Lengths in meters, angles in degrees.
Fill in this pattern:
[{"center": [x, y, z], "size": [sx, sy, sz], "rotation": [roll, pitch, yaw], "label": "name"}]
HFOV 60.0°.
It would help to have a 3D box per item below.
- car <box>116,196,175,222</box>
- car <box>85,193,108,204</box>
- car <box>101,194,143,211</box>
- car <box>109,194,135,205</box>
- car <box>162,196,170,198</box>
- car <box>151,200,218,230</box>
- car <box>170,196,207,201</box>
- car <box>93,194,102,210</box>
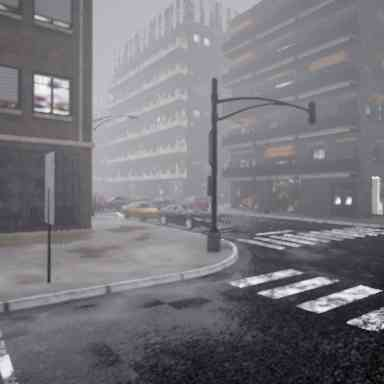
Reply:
[{"center": [-3.474, 1.278, 23.892], "size": [1.752, 1.417, 4.829], "rotation": [1, 0, -36], "label": "car"}, {"center": [-13.746, 0.953, 47.746], "size": [1.812, 1.442, 4.674], "rotation": [0, 1, -35], "label": "car"}, {"center": [-7.102, 1.155, 33.261], "size": [1.812, 1.442, 4.674], "rotation": [0, 1, -36], "label": "car"}, {"center": [-9.989, 1.002, 47.076], "size": [1.752, 1.417, 4.829], "rotation": [1, 0, -36], "label": "car"}, {"center": [-3.336, 1.183, 37.938], "size": [2.008, 1.369, 4.403], "rotation": [1, 0, -36], "label": "car"}, {"center": [-0.297, 1.378, 19.529], "size": [2.008, 1.369, 4.403], "rotation": [1, 0, -36], "label": "car"}, {"center": [-0.056, 1.150, 33.437], "size": [1.967, 1.590, 4.097], "rotation": [1, 0, -36], "label": "car"}, {"center": [-10.130, 1.140, 33.031], "size": [1.887, 1.381, 4.507], "rotation": [1, 0, -36], "label": "car"}]
